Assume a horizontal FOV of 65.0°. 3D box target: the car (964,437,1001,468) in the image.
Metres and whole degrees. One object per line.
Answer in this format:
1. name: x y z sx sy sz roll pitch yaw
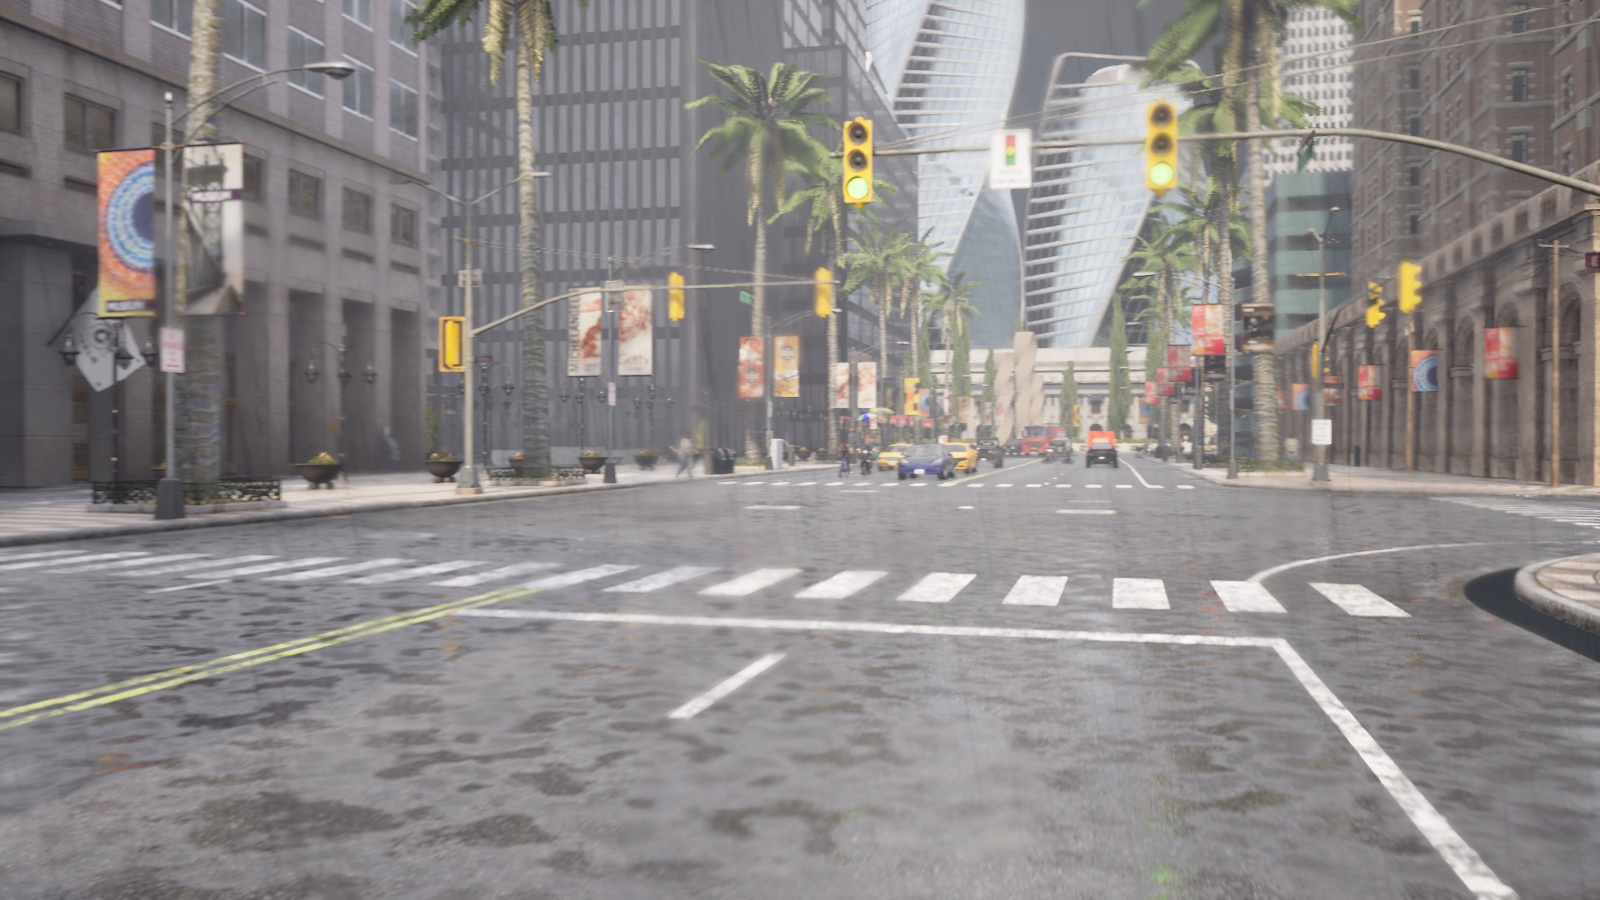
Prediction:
1. car: 11.366 0.126 78.046 1.905 1.878 3.866 0 0 14

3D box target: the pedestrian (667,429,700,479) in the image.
1. pedestrian: -4.406 0.144 47.412 0.900 1.855 0.874 0 0 33

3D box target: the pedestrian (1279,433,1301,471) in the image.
1. pedestrian: 23.957 0.111 61.422 0.874 1.855 0.900 0 0 15

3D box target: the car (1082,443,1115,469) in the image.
1. car: 18.399 0.328 77.340 1.882 1.535 5.008 0 0 14

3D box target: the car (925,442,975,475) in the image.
1. car: 7.510 0.388 62.367 1.882 1.535 5.008 0 0 14

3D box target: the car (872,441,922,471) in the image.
1. car: 5.306 0.311 68.087 1.801 1.575 5.366 0 0 14

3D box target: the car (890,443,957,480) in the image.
1. car: 5.272 0.457 53.210 2.163 1.488 4.792 0 0 14

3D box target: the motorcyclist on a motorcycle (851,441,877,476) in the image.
1. motorcyclist on a motorcycle: 2.983 0.374 58.586 0.866 1.590 1.817 0 0 14
